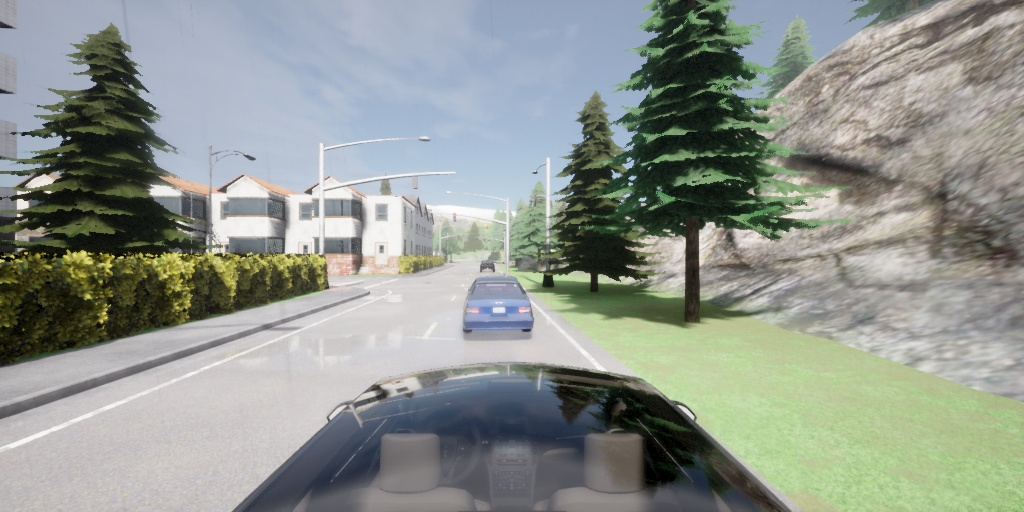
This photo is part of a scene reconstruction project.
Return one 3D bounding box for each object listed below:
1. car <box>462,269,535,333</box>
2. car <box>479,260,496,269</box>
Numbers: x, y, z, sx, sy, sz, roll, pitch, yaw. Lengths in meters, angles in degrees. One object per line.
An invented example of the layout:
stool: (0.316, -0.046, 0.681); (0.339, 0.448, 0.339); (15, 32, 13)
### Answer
car: (-0.478, 1.297, 10.777); (2.033, 1.411, 5.357); (0, 0, -4)
car: (-3.112, 1.255, 45.317); (1.837, 1.490, 4.892); (0, 0, -4)
